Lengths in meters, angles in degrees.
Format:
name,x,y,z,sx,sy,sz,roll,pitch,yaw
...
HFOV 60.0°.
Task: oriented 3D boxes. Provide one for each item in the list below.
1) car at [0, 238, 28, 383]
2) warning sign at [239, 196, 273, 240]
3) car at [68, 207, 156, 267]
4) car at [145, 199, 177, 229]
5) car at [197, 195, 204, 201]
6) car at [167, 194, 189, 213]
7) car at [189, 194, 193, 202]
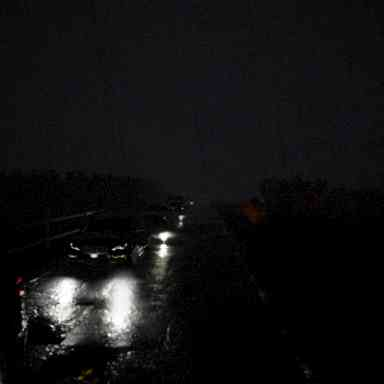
name,x,y,z,sx,sy,sz,roll,pitch,yaw
car,-2.844,1.203,1.253,2.150,2.045,5.566,0,0,1
warning sign,2.803,1.120,14.734,1.300,1.860,1.060,0,-1,1
car,-2.581,1.480,11.418,1.837,1.490,4.892,0,0,2
car,-2.298,1.449,21.739,1.882,1.535,5.008,0,0,2
car,2.289,1.580,88.272,1.882,1.535,5.008,0,0,2
car,-1.810,1.279,36.908,2.150,2.045,5.566,0,0,2
car,-0.791,1.329,75.731,2.097,1.767,4.553,0,0,2
